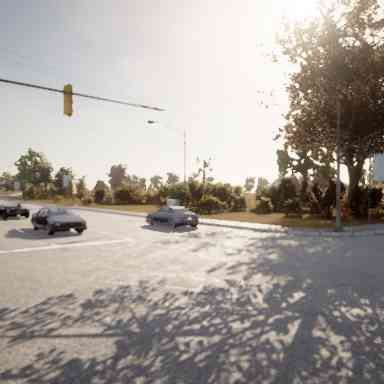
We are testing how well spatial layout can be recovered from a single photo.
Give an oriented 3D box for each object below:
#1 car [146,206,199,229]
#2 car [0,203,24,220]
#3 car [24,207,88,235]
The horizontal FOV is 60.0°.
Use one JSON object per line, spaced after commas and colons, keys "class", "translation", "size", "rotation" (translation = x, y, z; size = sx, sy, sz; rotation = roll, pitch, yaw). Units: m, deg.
{"class": "car", "translation": [-1.390, 1.654, 22.631], "size": [1.994, 1.385, 4.181], "rotation": [1, 0, -39]}
{"class": "car", "translation": [-15.548, 1.632, 28.918], "size": [1.895, 1.301, 4.718], "rotation": [1, 0, -39]}
{"class": "car", "translation": [-7.880, 1.583, 19.372], "size": [2.033, 1.411, 5.357], "rotation": [1, 0, -39]}
